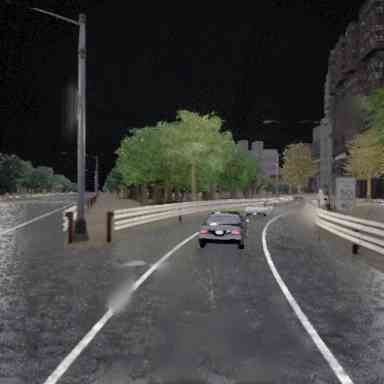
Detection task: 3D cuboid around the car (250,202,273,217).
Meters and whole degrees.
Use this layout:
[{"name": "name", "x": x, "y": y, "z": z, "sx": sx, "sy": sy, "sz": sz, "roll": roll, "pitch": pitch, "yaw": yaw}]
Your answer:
[{"name": "car", "x": 6.453, "y": 1.624, "z": 31.582, "sx": 1.895, "sy": 1.301, "sz": 4.718, "roll": 0, "pitch": 0, "yaw": 23}]

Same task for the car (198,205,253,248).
[{"name": "car", "x": 1.505, "y": 1.556, "z": 14.886, "sx": 2.033, "sy": 1.411, "sz": 5.357, "roll": 0, "pitch": 0, "yaw": 11}]
